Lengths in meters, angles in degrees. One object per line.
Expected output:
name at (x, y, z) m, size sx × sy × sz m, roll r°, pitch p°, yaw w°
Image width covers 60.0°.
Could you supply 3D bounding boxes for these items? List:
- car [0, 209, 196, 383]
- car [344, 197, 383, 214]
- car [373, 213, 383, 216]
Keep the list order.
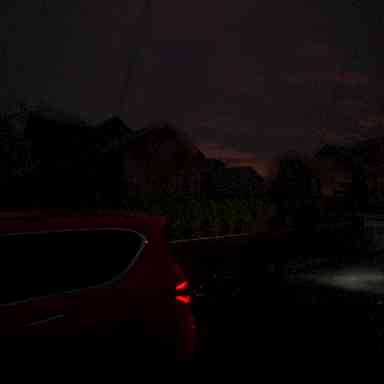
car at (-2.554, 1.221, 2.754) m, size 5.566 × 2.045 × 2.150 m, roll 0°, pitch 0°, yaw -36°
car at (14.848, 1.174, 28.425) m, size 1.845 × 1.501 × 3.633 m, roll 0°, pitch 0°, yaw -39°
car at (7.896, 1.478, 10.385) m, size 5.008 × 1.535 × 1.882 m, roll 0°, pitch 0°, yaw -36°
